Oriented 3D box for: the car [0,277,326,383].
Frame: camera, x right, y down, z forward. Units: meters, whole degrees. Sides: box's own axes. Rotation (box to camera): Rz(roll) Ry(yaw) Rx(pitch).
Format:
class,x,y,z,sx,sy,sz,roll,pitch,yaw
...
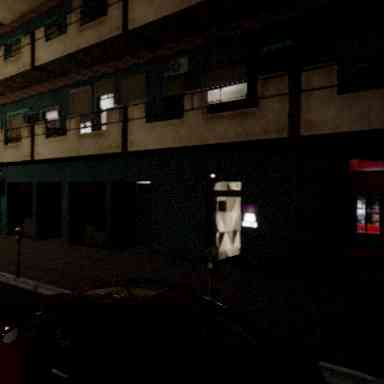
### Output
class,x,y,z,sx,sy,sz,roll,pitch,yaw
car,-0.800,1.593,3.433,4.206,1.307,1.802,0,1,36
